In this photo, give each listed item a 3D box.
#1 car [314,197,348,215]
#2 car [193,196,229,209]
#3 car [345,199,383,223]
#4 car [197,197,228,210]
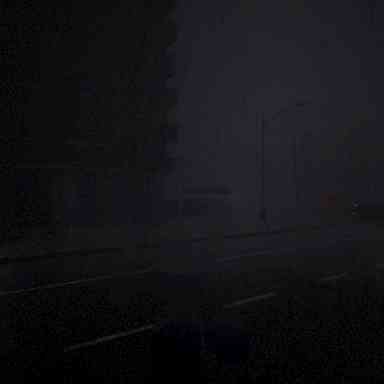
[{"bbox_3d":[13.694,1.252,30.618,2.097,1.767,4.553,0,0,-36],"label":"car"},{"bbox_3d":[2.554,1.393,45.643,2.128,1.511,4.902,0,0,-39],"label":"car"},{"bbox_3d":[12.938,1.421,22.272,1.882,1.535,5.008,1,0,-11],"label":"car"},{"bbox_3d":[2.523,1.398,40.034,2.128,1.511,4.902,0,0,-37],"label":"car"}]
